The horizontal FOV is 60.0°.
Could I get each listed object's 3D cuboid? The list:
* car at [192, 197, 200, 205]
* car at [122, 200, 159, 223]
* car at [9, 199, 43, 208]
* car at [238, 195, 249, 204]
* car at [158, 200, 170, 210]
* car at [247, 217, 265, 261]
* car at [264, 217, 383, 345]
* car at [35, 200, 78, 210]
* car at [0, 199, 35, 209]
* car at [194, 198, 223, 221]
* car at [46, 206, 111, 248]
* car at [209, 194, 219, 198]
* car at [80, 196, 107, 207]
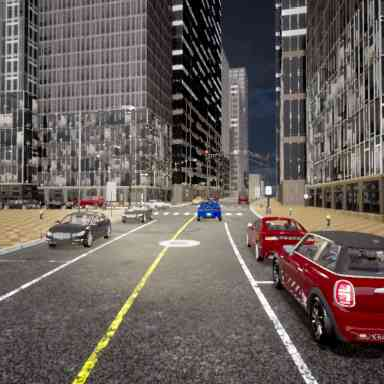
[{"bbox_3d":[1.158,1.641,62.528,1.752,1.417,4.829,1,0,12],"label":"car"},{"bbox_3d":[-4.130,1.574,25.665,2.008,1.369,4.403,1,0,5],"label":"car"},{"bbox_3d":[-26.037,1.833,52.177,4.403,1.369,2.008,0,-1,13],"label":"car"},{"bbox_3d":[10.075,1.411,65.083,2.192,1.841,5.009,1,0,13],"label":"car"},{"bbox_3d":[-5.314,1.700,43.993,4.718,1.301,1.895,-1,-1,30],"label":"car"},{"bbox_3d":[3.006,1.547,11.967,1.887,1.381,4.507,1,0,3],"label":"car"},{"bbox_3d":[2.814,1.441,6.327,1.967,1.590,4.097,1,0,2],"label":"car"},{"bbox_3d":[-16.961,1.637,41.927,4.313,1.339,1.947,0,-1,13],"label":"car"},{"bbox_3d":[-22.402,1.653,43.217,4.403,1.369,2.008,0,-1,13],"label":"car"},{"bbox_3d":[1.478,1.494,27.135,1.882,1.535,5.008,0,0,5],"label":"car"},{"bbox_3d":[-4.881,1.561,14.875,2.008,1.369,4.403,1,0,3],"label":"car"},{"bbox_3d":[5.152,1.491,78.767,2.192,1.841,5.009,1,0,14],"label":"car"},{"bbox_3d":[-15.150,1.535,49.599,5.009,1.841,2.192,0,-1,13],"label":"car"}]
